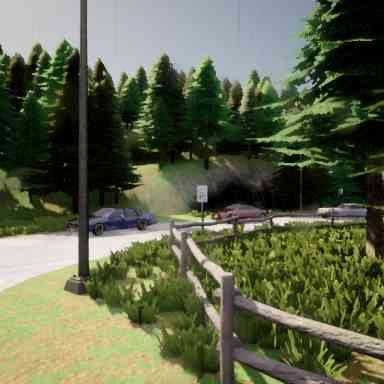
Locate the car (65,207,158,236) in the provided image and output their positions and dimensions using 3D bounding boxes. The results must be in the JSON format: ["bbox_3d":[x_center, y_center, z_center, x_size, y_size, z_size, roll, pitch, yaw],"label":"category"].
[{"bbox_3d":[-4.400,1.574,19.122,2.033,1.411,5.357,0,0,41],"label":"car"}]

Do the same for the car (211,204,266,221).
[{"bbox_3d":[3.550,1.591,25.152,4.181,1.385,1.994,0,0,-26],"label":"car"}]

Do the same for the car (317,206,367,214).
[{"bbox_3d":[13.073,1.628,28.034,4.718,1.301,1.895,0,0,-6],"label":"car"}]
